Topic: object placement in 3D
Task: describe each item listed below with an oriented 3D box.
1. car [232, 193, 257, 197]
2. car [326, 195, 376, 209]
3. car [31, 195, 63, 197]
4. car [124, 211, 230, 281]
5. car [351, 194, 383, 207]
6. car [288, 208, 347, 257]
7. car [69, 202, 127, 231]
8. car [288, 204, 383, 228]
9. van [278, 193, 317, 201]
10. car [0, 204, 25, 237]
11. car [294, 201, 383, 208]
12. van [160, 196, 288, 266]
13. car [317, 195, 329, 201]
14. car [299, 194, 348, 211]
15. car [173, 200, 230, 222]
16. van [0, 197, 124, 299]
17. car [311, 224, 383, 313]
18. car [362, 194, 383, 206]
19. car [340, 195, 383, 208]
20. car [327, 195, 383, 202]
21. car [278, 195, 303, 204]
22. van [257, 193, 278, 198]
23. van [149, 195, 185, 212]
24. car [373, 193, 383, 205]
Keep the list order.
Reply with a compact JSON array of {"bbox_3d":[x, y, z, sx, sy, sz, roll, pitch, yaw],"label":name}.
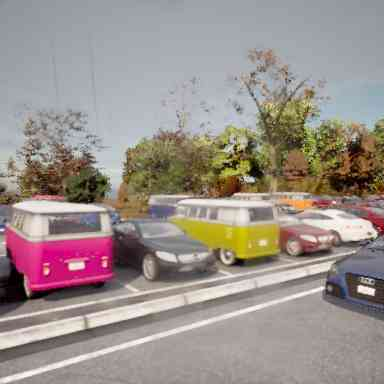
[{"bbox_3d":[2.894,1.262,28.437,2.185,1.767,4.553,-1,1,-35],"label":"car"},{"bbox_3d":[18.995,1.138,39.900,2.097,1.535,5.008,-1,1,-35],"label":"car"},{"bbox_3d":[-8.641,1.235,20.264,2.435,2.045,5.566,0,0,-35],"label":"car"},{"bbox_3d":[-1.243,1.528,10.130,2.002,1.452,4.674,0,0,-35],"label":"car"},{"bbox_3d":[23.707,1.065,43.232,2.097,1.535,5.008,-1,1,-35],"label":"car"},{"bbox_3d":[3.377,1.528,13.408,2.002,1.452,4.674,-1,1,-35],"label":"car"},{"bbox_3d":[-6.342,1.497,21.921,2.097,1.535,5.008,1,0,-35],"label":"car"},{"bbox_3d":[5.692,1.498,15.044,2.002,1.452,4.674,-1,1,-35],"label":"car"},{"bbox_3d":[9.821,1.053,33.528,1.878,1.987,4.442,-1,1,-35],"label":"van"},{"bbox_3d":[-10.944,1.502,18.628,2.163,1.488,4.792,0,0,-35],"label":"car"},{"bbox_3d":[7.998,1.422,16.676,2.097,1.535,5.008,-1,1,-35],"label":"car"},{"bbox_3d":[0.898,1.272,11.789,1.878,1.987,4.442,0,0,-35],"label":"van"},{"bbox_3d":[12.086,1.245,35.000,2.097,1.535,5.008,-1,1,-35],"label":"car"},{"bbox_3d":[14.373,1.084,36.653,2.185,1.767,4.553,-1,1,-35],"label":"car"},{"bbox_3d":[0.658,1.451,26.929,2.163,1.488,4.792,-1,0,-35],"label":"car"},{"bbox_3d":[-3.612,1.248,8.589,1.878,1.987,4.442,0,0,-35],"label":"van"},{"bbox_3d":[4.694,1.547,7.017,4.181,1.385,1.994,0,0,-35],"label":"car"},{"bbox_3d":[26.010,1.030,44.866,2.097,1.535,5.008,-1,1,-35],"label":"car"},{"bbox_3d":[21.385,1.131,41.626,2.163,1.488,4.792,-1,1,-35],"label":"car"},{"bbox_3d":[10.280,1.261,18.340,2.185,1.767,4.553,-1,1,-35],"label":"car"},{"bbox_3d":[7.581,1.316,31.806,2.231,1.521,4.892,-1,1,-35],"label":"car"},{"bbox_3d":[5.210,1.125,30.262,1.878,1.987,4.442,-1,0,-35],"label":"van"},{"bbox_3d":[-1.563,1.231,25.170,1.878,1.987,4.442,-1,1,-35],"label":"van"},{"bbox_3d":[28.312,0.995,46.500,2.231,1.521,4.892,-1,1,-35],"label":"car"}]
